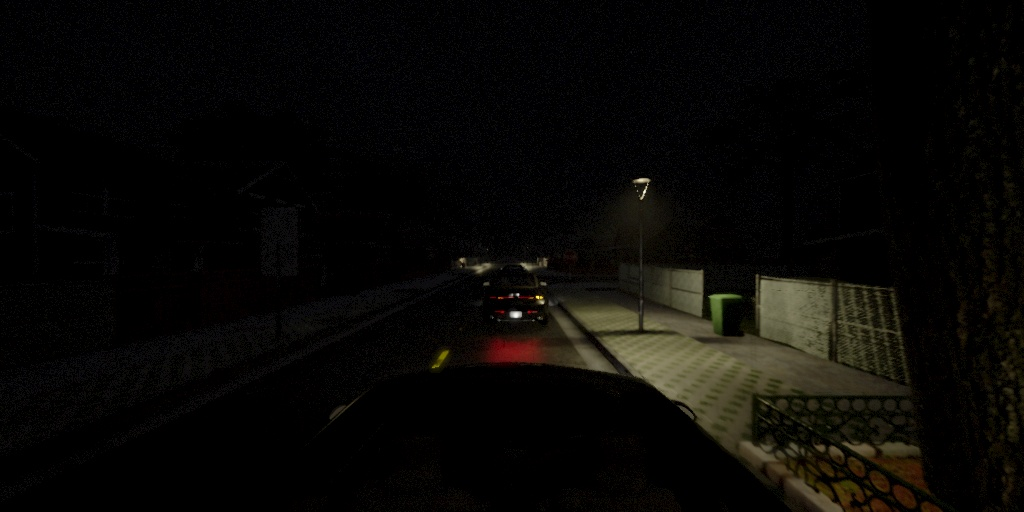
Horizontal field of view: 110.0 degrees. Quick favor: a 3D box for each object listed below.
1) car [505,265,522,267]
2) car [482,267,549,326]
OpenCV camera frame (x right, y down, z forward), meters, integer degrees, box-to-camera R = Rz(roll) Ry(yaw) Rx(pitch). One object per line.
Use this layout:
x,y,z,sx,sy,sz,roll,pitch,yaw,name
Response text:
0.106,1.306,25.555,1.994,1.385,4.181,0,0,0,car
0.100,1.252,11.590,1.837,1.490,4.892,0,0,0,car
